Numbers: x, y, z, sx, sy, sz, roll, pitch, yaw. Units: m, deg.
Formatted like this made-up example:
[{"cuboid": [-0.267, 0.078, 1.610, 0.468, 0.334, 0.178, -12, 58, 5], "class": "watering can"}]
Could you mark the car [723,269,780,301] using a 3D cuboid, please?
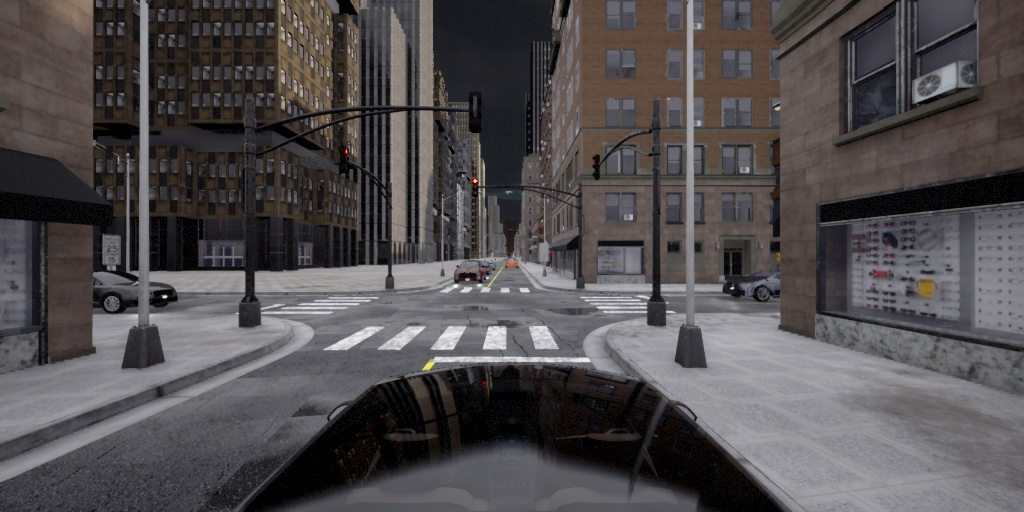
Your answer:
[{"cuboid": [12.219, 1.314, 16.674, 4.181, 1.385, 1.994, 0, 0, -1], "class": "car"}]

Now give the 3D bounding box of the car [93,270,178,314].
[{"cuboid": [-15.260, 1.259, 13.234, 4.892, 1.490, 1.837, 0, 0, -1], "class": "car"}]

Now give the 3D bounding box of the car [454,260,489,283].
[{"cuboid": [-3.159, 1.103, 27.803, 2.097, 1.767, 4.553, 0, 0, 0], "class": "car"}]

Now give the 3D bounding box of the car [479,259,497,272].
[{"cuboid": [-3.190, 1.243, 48.480, 2.128, 1.511, 4.902, 0, 0, 0], "class": "car"}]

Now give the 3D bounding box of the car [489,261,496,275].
[{"cuboid": [-3.176, 1.299, 38.062, 2.033, 1.411, 5.357, 0, 0, 0], "class": "car"}]

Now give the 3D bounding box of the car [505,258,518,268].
[{"cuboid": [-0.024, 1.102, 59.534, 2.097, 1.767, 4.553, 0, 0, -1], "class": "car"}]
